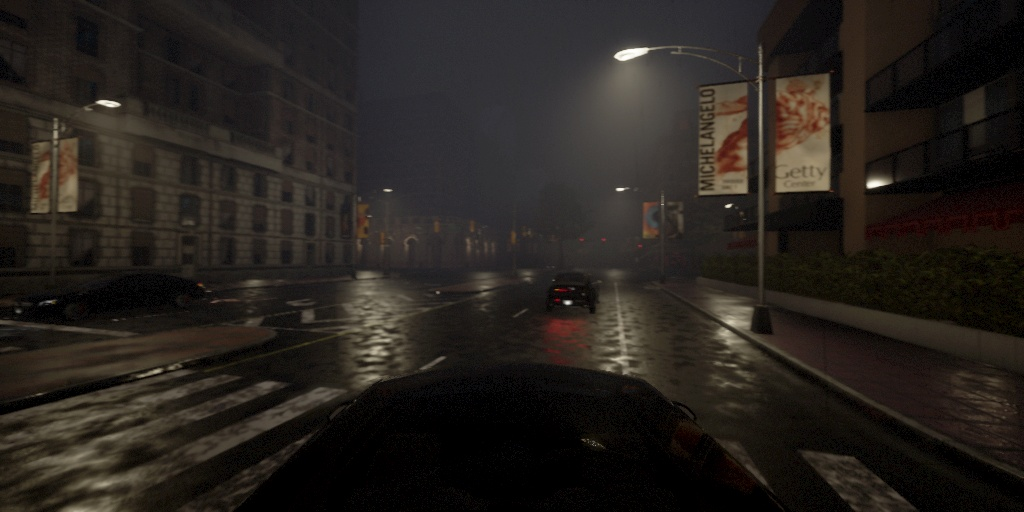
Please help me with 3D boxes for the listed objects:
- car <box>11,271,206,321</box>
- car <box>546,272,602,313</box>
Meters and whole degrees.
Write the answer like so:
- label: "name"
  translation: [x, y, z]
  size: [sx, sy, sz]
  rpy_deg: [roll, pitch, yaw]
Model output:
- label: "car"
  translation: [-13.622, 1.297, 12.586]
  size: [1.812, 1.442, 4.674]
  rpy_deg: [1, 1, 16]
- label: "car"
  translation: [2.627, 1.396, 14.958]
  size: [1.837, 1.490, 4.892]
  rpy_deg: [0, 0, 16]
